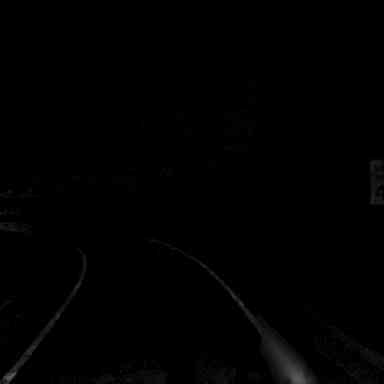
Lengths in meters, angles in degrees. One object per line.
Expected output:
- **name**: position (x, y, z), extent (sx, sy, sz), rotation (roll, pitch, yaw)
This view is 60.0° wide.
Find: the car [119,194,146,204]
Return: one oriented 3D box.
- **car**: position (-13.840, 1.562, 75.314), extent (2.150, 2.045, 5.566), rotation (-1, 0, 36)
